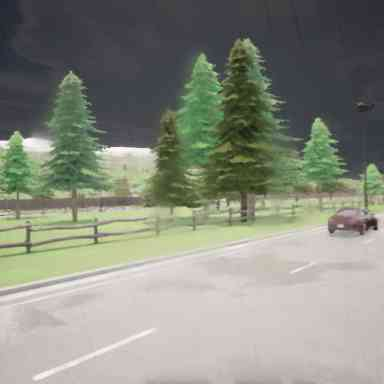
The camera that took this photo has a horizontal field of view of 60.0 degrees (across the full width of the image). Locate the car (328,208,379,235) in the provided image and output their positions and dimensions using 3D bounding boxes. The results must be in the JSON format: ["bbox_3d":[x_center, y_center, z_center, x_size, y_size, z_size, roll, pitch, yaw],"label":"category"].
[{"bbox_3d":[9.465,1.643,19.456,1.812,1.442,4.674,-2,-1,42],"label":"car"}]
